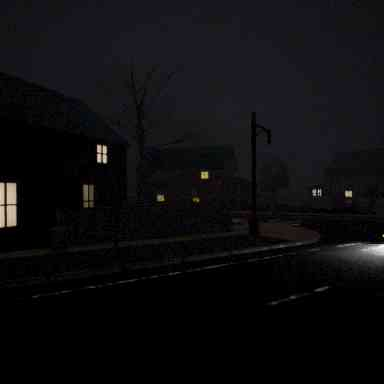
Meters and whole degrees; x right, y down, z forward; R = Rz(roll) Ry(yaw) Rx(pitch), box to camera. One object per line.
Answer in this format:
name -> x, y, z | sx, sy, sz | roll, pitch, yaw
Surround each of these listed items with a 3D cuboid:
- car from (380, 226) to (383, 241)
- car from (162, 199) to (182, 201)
car -> 10.231, 1.568, 14.805 | 4.181, 1.385, 1.994 | 0, 0, -35
car -> -1.175, 1.359, 25.711 | 4.892, 1.490, 1.837 | 0, 1, 22
